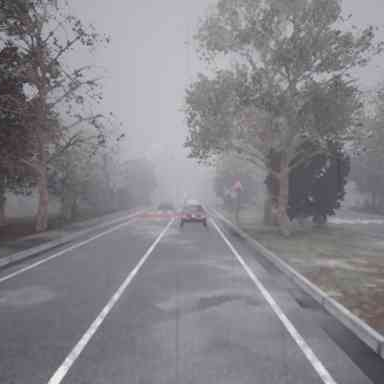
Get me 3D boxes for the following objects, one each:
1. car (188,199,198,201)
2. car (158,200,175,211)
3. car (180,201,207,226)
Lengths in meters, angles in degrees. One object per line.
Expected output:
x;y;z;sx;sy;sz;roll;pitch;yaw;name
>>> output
0.123;1.651;42.367;1.812;1.442;4.674;0;0;0;car
-3.292;1.724;42.782;1.895;1.301;4.718;0;0;1;car
0.101;1.632;24.155;2.033;1.411;5.357;0;0;0;car
